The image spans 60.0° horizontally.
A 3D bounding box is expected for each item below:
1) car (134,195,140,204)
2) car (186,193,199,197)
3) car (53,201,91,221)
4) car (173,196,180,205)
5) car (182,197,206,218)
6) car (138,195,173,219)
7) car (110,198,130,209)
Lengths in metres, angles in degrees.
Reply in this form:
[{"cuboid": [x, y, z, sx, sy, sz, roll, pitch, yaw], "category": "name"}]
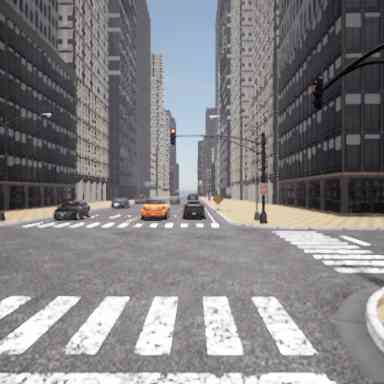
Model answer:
[{"cuboid": [-9.597, 1.418, 62.970, 2.097, 1.767, 4.553, 0, 0, 0], "category": "car"}, {"cuboid": [0.161, 1.282, 60.474, 2.150, 2.045, 5.566, 0, 0, 0], "category": "car"}, {"cuboid": [-9.793, 1.507, 27.519, 1.837, 1.490, 4.892, 0, 0, 1], "category": "car"}, {"cuboid": [-3.090, 1.550, 60.035, 2.128, 1.511, 4.902, 0, 0, 0], "category": "car"}, {"cuboid": [0.177, 1.509, 29.607, 1.837, 1.490, 4.892, 0, 0, 0], "category": "car"}, {"cuboid": [-3.074, 1.355, 28.814, 2.097, 1.767, 4.553, 0, 0, 0], "category": "car"}, {"cuboid": [-9.721, 1.517, 45.259, 2.128, 1.511, 4.902, 0, 0, 0], "category": "car"}]
